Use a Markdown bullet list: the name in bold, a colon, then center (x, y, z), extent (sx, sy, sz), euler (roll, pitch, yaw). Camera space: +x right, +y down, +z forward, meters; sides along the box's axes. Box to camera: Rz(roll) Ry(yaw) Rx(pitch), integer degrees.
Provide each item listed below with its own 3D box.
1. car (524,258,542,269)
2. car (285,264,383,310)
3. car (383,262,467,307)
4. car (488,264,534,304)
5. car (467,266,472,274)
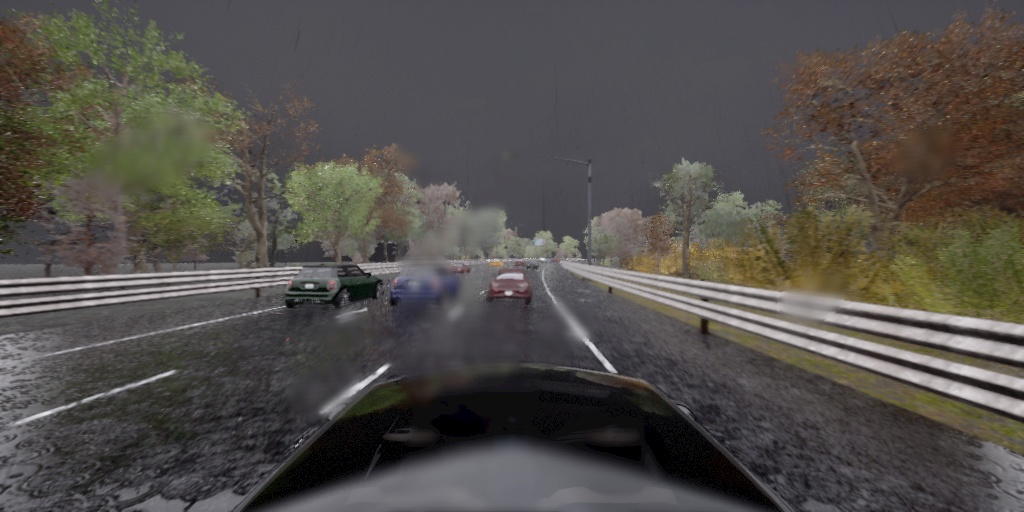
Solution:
- **car**: center (3.486, 1.467, 59.045), extent (1.895, 1.301, 4.718), euler (0, 0, 6)
- **car**: center (-7.108, 1.096, 14.899), extent (2.097, 1.767, 4.553), euler (0, 0, 3)
- **car**: center (-3.561, 1.110, 15.675), extent (2.097, 1.767, 4.553), euler (0, 0, 3)
- **car**: center (0.000, 1.298, 16.514), extent (1.812, 1.442, 4.674), euler (0, 0, 3)
- **car**: center (-5.562, 1.394, 38.014), extent (1.895, 1.301, 4.718), euler (0, 0, 5)
